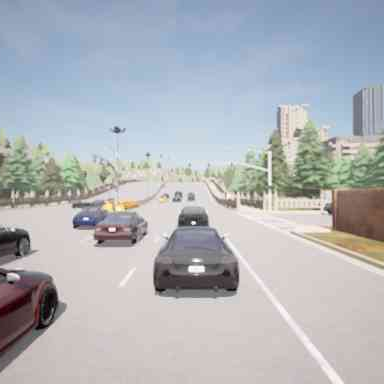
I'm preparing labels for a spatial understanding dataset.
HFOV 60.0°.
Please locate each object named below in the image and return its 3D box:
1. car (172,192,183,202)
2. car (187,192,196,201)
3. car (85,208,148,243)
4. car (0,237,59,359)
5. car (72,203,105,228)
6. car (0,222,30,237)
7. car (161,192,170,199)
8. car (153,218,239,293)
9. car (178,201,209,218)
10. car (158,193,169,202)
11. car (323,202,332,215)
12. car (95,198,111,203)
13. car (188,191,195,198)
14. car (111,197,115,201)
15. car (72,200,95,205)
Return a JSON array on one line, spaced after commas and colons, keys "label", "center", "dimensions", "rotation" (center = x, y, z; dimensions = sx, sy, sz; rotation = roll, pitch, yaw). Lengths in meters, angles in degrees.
[{"label": "car", "center": [-3.646, 1.507, 80.759], "dimensions": [2.097, 1.767, 4.553], "rotation": [0, 3, 0]}, {"label": "car", "center": [-0.165, 1.466, 83.930], "dimensions": [1.837, 1.490, 4.892], "rotation": [0, 4, 0]}, {"label": "car", "center": [-3.408, 1.673, 16.701], "dimensions": [2.033, 1.411, 5.357], "rotation": [0, 0, 0]}, {"label": "car", "center": [-3.402, 1.598, 4.362], "dimensions": [1.994, 1.385, 4.181], "rotation": [0, 0, 0]}, {"label": "car", "center": [-6.913, 1.741, 23.670], "dimensions": [1.994, 1.385, 4.181], "rotation": [0, 0, 0]}, {"label": "car", "center": [-6.905, 1.570, 10.418], "dimensions": [2.128, 1.511, 4.902], "rotation": [0, 0, 0]}, {"label": "car", "center": [-7.207, 0.912, 90.795], "dimensions": [1.882, 1.535, 5.008], "rotation": [0, 6, 0]}, {"label": "car", "center": [0.095, 1.631, 9.090], "dimensions": [1.994, 1.385, 4.181], "rotation": [0, -1, 0]}, {"label": "car", "center": [0.088, 1.641, 21.859], "dimensions": [1.882, 1.535, 5.008], "rotation": [0, 0, 0]}, {"label": "car", "center": [-7.146, 1.627, 80.774], "dimensions": [1.882, 1.535, 5.008], "rotation": [0, 3, 0]}, {"label": "car", "center": [17.393, 1.496, 36.473], "dimensions": [5.566, 2.045, 2.150], "rotation": [0, 0, 0]}, {"label": "car", "center": [-17.543, 2.018, 63.064], "dimensions": [2.033, 1.411, 5.357], "rotation": [0, 0, 0]}, {"label": "car", "center": [-0.223, 0.729, 93.485], "dimensions": [1.994, 1.385, 4.181], "rotation": [0, 6, 0]}, {"label": "car", "center": [-17.600, 1.947, 73.012], "dimensions": [1.812, 1.442, 4.674], "rotation": [0, 1, 0]}, {"label": "car", "center": [-17.597, 1.997, 53.190], "dimensions": [1.895, 1.301, 4.718], "rotation": [0, 0, 0]}]
